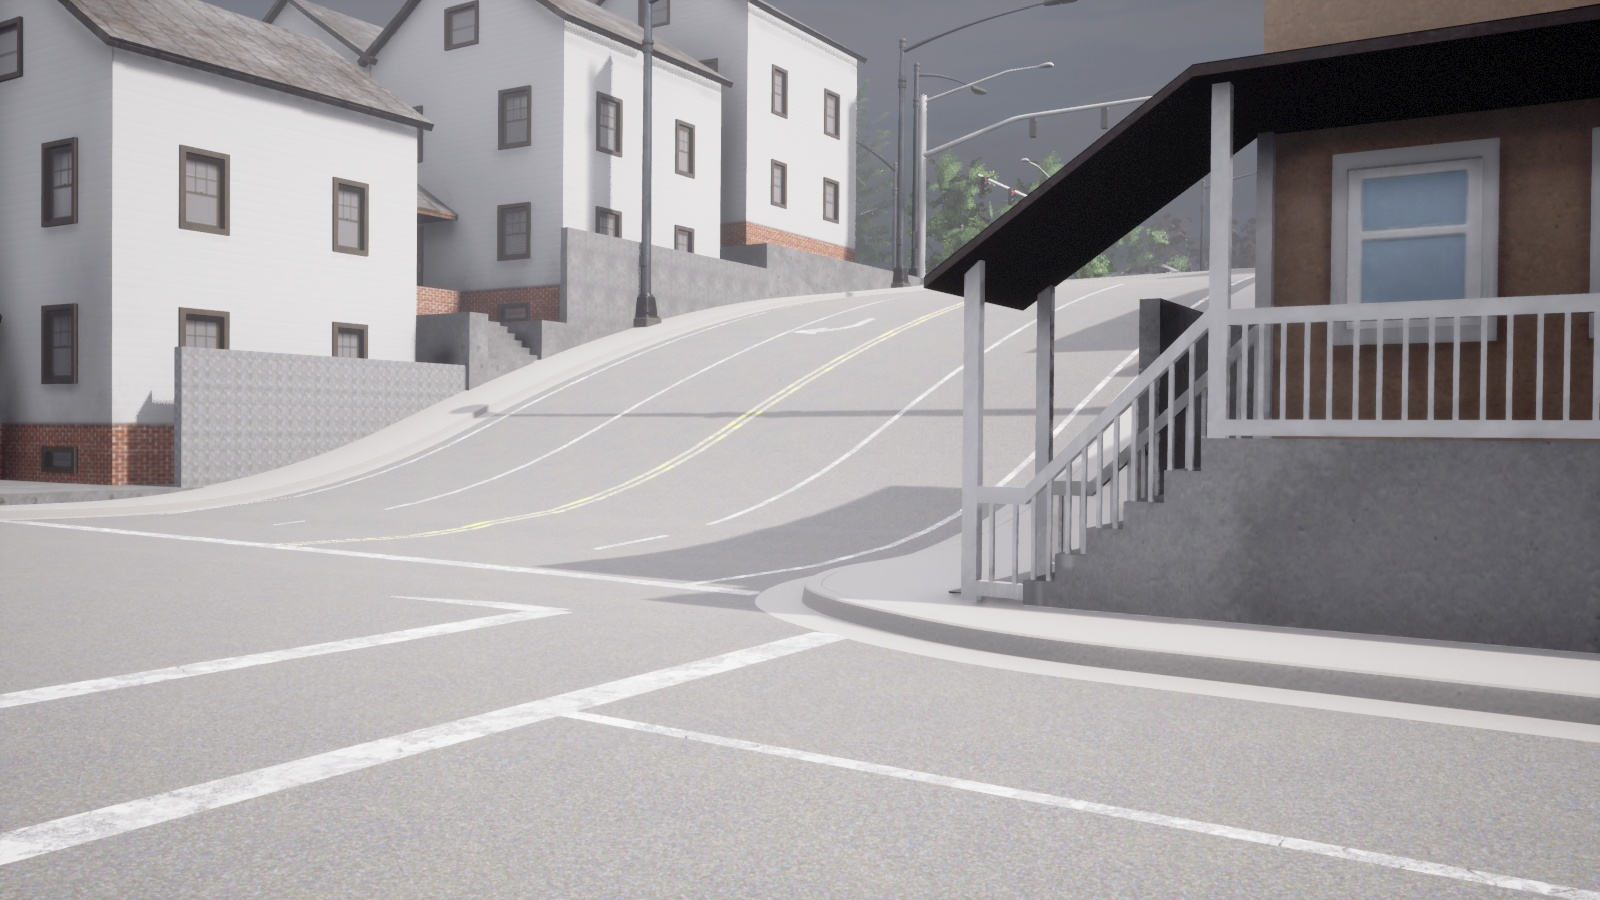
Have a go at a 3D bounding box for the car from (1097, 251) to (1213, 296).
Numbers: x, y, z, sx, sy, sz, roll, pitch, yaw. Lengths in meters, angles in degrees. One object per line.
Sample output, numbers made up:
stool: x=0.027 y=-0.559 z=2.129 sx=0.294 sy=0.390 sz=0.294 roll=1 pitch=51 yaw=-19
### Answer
car: x=16.621 y=-8.246 z=58.901 sx=4.892 sy=1.490 sz=1.837 roll=-1 pitch=1 yaw=33
